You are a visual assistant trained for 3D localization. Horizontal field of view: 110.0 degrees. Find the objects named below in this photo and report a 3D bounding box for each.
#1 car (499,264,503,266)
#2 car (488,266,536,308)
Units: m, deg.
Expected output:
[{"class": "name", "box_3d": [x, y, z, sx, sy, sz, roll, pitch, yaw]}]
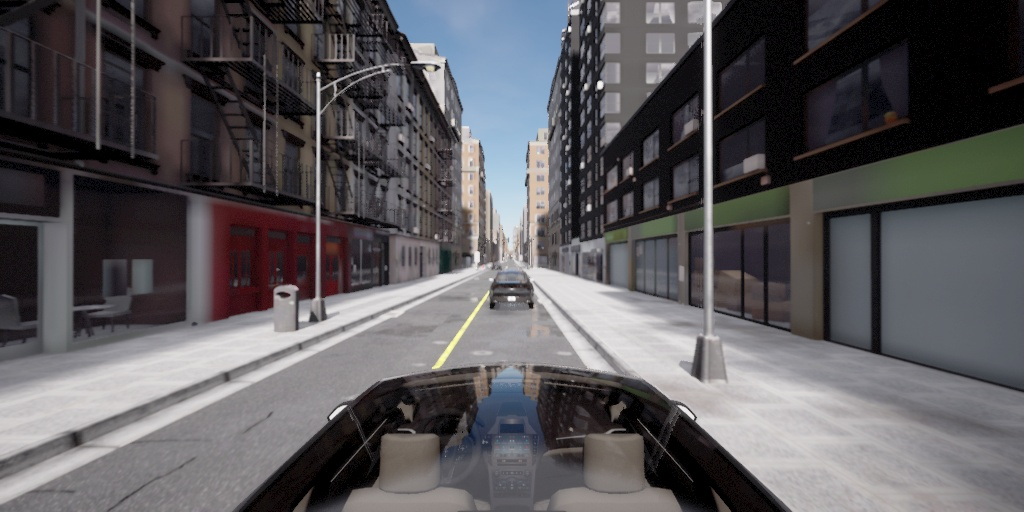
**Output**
[{"class": "car", "box_3d": [-0.023, 1.627, 30.943, 1.895, 1.301, 4.718, 0, 0, 0]}, {"class": "car", "box_3d": [-0.009, 1.395, 16.136, 1.837, 1.490, 4.892, 0, 0, 0]}]
